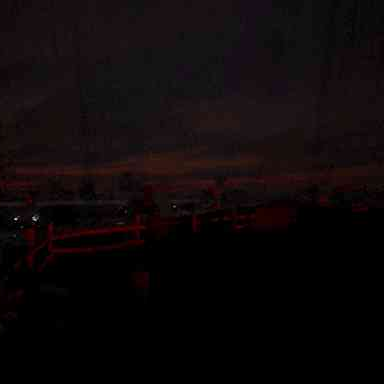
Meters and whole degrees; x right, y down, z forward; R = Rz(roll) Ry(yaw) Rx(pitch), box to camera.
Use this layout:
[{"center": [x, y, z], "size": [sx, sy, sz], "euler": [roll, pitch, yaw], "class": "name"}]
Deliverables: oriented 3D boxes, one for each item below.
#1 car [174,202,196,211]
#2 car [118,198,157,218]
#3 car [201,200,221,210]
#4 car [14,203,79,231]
[{"center": [-1.004, 2.147, 48.857], "size": [1.895, 1.301, 4.718], "euler": [-2, -1, 21], "class": "car"}, {"center": [-5.761, 1.668, 36.035], "size": [2.150, 2.045, 5.566], "euler": [-2, -1, 19], "class": "car"}, {"center": [2.928, 1.970, 50.898], "size": [1.882, 1.535, 5.008], "euler": [-2, -1, 21], "class": "car"}, {"center": [-10.200, 1.708, 23.600], "size": [2.097, 1.767, 4.553], "euler": [-2, -1, 21], "class": "car"}]
